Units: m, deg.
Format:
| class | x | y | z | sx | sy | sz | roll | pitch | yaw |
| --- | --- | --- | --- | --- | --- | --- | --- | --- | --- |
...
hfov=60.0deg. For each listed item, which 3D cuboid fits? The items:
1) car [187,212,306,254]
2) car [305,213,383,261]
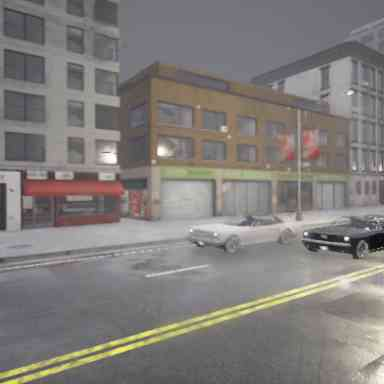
| class | x | y | z | sx | sy | sz | roll | pitch | yaw |
| --- | --- | --- | --- | --- | --- | --- | --- | --- | --- |
| car | 2.137 | 1.505 | 13.191 | 4.718 | 1.301 | 1.895 | -1 | 0 | -35 |
| car | 6.050 | 1.479 | 11.988 | 4.718 | 1.301 | 1.895 | -1 | 0 | -35 |
